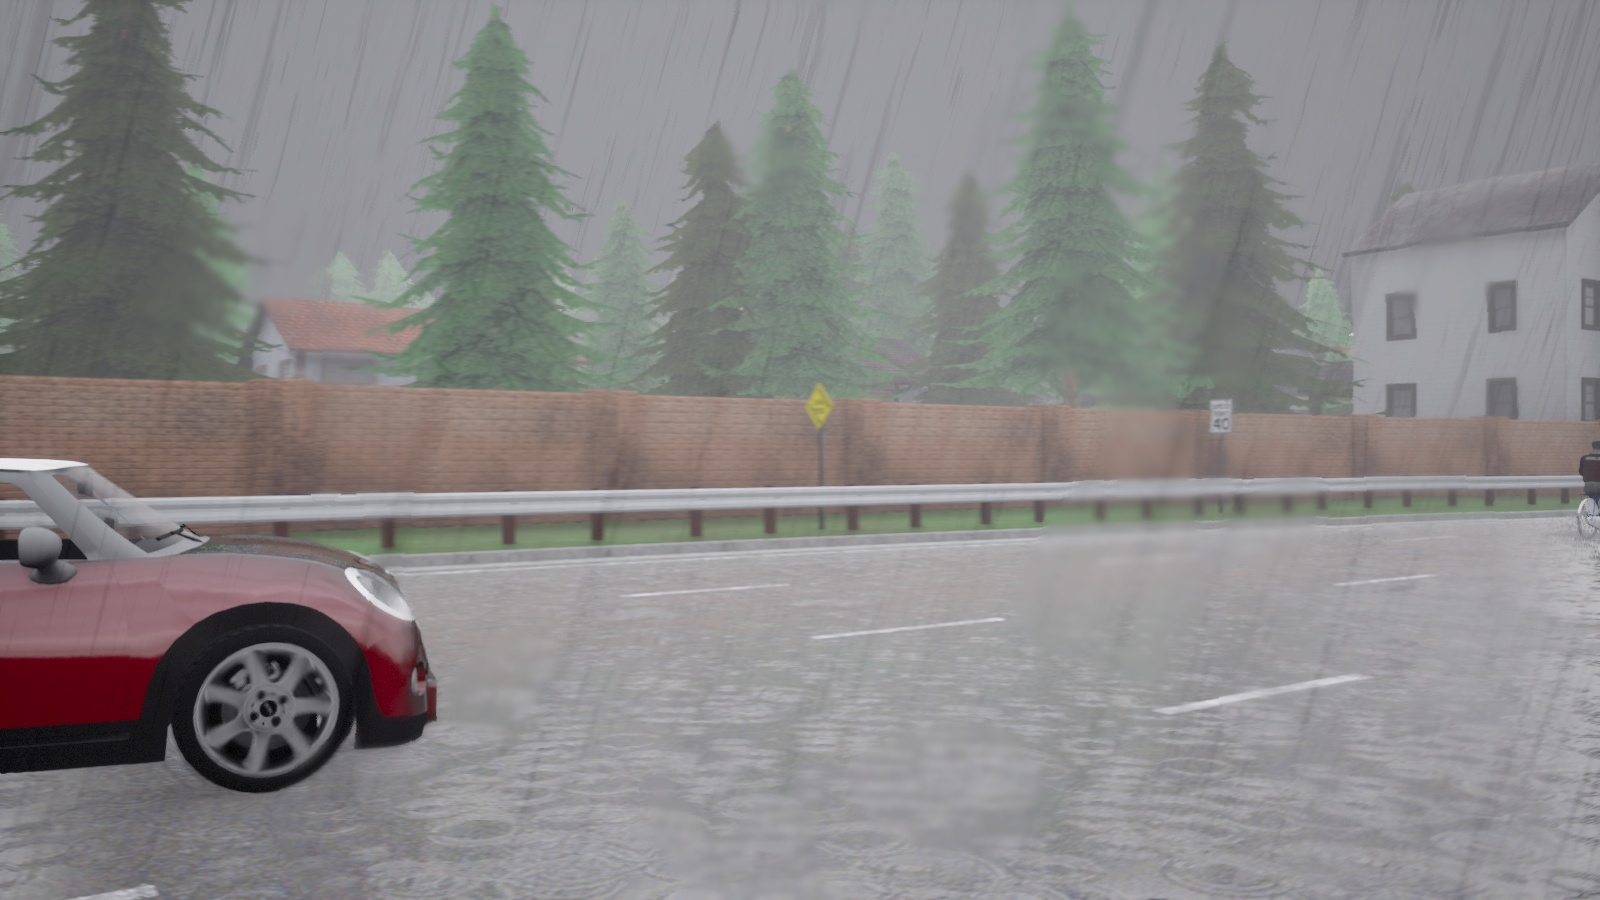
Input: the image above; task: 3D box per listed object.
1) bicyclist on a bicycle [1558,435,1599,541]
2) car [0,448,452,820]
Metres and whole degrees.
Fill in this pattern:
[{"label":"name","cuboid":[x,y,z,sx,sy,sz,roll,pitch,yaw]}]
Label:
[{"label":"bicyclist on a bicycle","cuboid":[14.060,0.640,21.974,1.843,1.776,0.659,0,0,-35]},{"label":"car","cuboid":[-3.696,0.732,5.825,3.806,1.475,1.970,0,0,-22]}]
